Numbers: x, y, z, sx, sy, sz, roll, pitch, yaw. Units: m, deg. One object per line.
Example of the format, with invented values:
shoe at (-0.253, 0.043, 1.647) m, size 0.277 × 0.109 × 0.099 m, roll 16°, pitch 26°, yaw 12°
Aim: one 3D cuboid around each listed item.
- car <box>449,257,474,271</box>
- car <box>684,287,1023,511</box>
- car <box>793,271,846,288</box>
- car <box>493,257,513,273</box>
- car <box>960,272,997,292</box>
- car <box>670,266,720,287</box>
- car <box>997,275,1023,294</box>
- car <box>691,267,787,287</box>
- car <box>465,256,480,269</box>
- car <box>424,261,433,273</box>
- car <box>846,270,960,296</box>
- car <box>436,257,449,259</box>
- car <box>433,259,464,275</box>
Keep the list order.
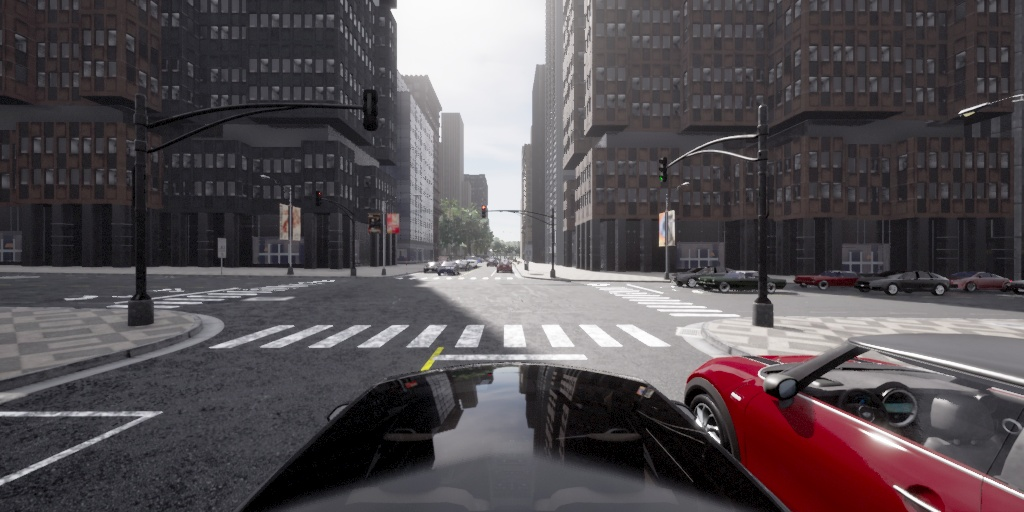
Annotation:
car at (-6.832, 1.260, 48.581) m, size 2.128 × 1.511 × 4.902 m, roll 0°, pitch 0°, yaw -1°
car at (2.761, 1.190, 2.153) m, size 1.967 × 1.591 × 4.097 m, roll 0°, pitch 0°, yaw 0°
car at (23.073, 1.705, 25.682) m, size 4.718 × 1.301 × 1.895 m, roll 1°, pitch 0°, yaw -1°
car at (-0.905, 1.197, 43.519) m, size 1.967 × 1.591 × 4.097 m, roll 0°, pitch 0°, yaw -1°
car at (33.039, 1.813, 25.816) m, size 4.181 × 1.385 × 1.994 m, roll 1°, pitch 0°, yaw -1°
car at (13.854, 1.476, 25.578) m, size 4.892 × 1.490 × 1.837 m, roll 1°, pitch 0°, yaw -1°
car at (34.741, 1.825, 22.591) m, size 5.357 × 1.411 × 2.033 m, roll 1°, pitch 0°, yaw -1°
car at (14.160, 1.580, 22.332) m, size 4.718 × 1.301 × 1.895 m, roll 1°, pitch 0°, yaw -3°
car at (-6.962, 1.014, 59.212) m, size 2.150 × 2.045 × 5.566 m, roll 0°, pitch 0°, yaw 0°
car at (-9.429, 1.323, 43.406) m, size 1.948 × 1.339 × 4.313 m, roll 0°, pitch 0°, yaw -1°
car at (24.360, 1.631, 22.464) m, size 4.892 × 1.490 × 1.837 m, roll 1°, pitch 0°, yaw -1°
car at (-9.503, 1.084, 48.831) m, size 2.192 × 1.841 × 5.009 m, roll 0°, pitch 0°, yaw -1°
car at (-6.684, 1.293, 38.314) m, size 2.033 × 1.411 × 5.357 m, roll 0°, pitch 0°, yaw -1°
